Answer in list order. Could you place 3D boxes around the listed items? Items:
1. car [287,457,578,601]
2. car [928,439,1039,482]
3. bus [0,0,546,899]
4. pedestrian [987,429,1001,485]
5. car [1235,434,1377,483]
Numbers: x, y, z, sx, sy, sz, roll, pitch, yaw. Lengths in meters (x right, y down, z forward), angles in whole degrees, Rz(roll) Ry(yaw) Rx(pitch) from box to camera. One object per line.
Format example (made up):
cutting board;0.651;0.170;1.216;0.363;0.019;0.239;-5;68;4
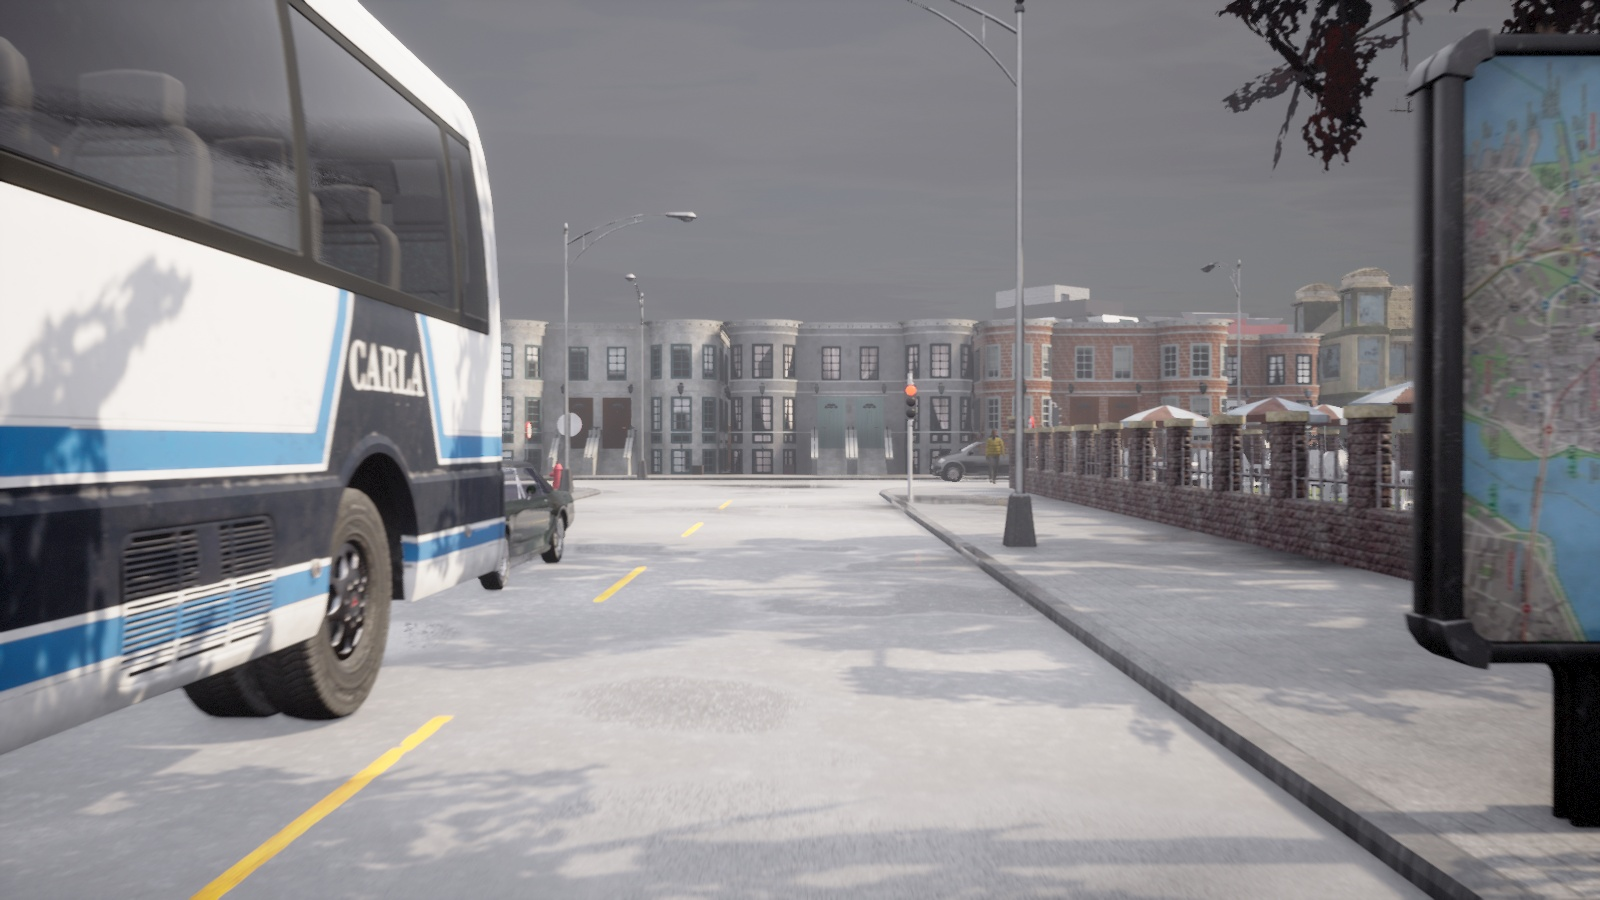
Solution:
car;-3.902;0.763;14.253;1.895;1.301;4.718;0;0;0
car;6.976;0.380;48.000;3.988;1.617;1.851;0;0;0
bus;-3.953;-0.657;4.158;3.944;4.253;10.273;0;0;1
pedestrian;6.410;0.221;41.472;0.431;1.840;0.709;0;0;11
car;19.258;0.309;47.934;4.605;1.855;1.932;0;0;0
